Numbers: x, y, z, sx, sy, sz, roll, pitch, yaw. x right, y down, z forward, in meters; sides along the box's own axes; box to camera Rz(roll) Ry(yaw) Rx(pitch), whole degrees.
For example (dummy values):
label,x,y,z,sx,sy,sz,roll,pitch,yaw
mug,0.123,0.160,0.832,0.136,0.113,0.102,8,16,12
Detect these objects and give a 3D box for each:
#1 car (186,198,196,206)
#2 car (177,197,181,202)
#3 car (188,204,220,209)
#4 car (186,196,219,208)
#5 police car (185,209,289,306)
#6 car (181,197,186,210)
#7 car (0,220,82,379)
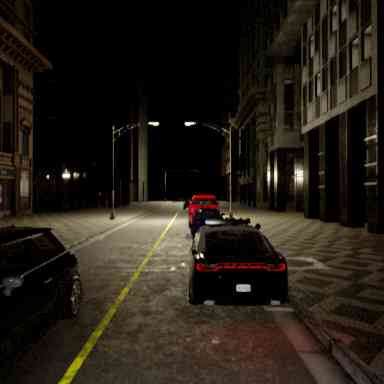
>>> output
label,x,y,z,sx,sy,sz,roll,pitch,yaw
car,-0.193,1.864,61.758,1.895,1.301,4.718,0,0,0
car,-3.296,2.008,94.564,2.033,1.411,5.357,0,0,0
car,0.844,1.585,18.184,1.812,1.442,4.674,0,0,0
car,0.825,1.307,24.216,2.150,2.045,5.566,0,0,0
police car,0.874,1.451,8.294,1.930,1.638,5.238,0,0,0
car,-0.113,1.533,45.991,2.097,1.767,4.553,0,0,0
car,-3.112,1.365,4.389,2.097,1.767,4.553,0,0,0
